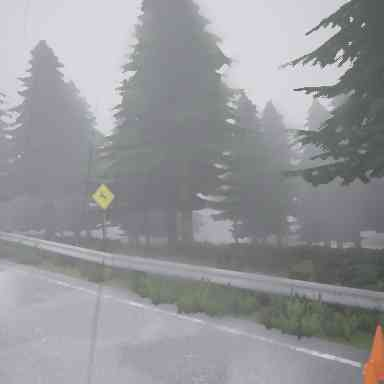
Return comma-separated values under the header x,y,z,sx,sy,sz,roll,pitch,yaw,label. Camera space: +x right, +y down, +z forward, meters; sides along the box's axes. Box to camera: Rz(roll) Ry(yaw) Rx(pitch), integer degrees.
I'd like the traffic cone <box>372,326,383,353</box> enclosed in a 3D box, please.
x,y,z,sx,sy,sz,roll,pitch,yaw,label
2.323,1.956,4.120,0.340,0.580,0.340,0,0,34,traffic cone

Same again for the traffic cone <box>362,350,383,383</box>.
x,y,z,sx,sy,sz,roll,pitch,yaw,label
1.777,1.956,3.286,0.340,0.580,0.340,0,0,34,traffic cone
